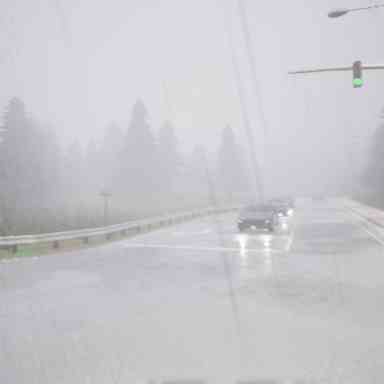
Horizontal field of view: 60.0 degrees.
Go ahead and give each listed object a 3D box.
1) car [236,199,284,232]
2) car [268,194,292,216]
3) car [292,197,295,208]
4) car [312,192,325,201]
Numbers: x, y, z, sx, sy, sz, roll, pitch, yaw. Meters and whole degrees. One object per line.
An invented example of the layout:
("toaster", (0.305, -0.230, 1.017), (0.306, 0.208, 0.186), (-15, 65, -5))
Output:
("car", (3.925, 1.354, 19.156), (2.033, 1.411, 5.357), (-1, 0, 19))
("car", (7.298, 1.185, 28.767), (1.837, 1.490, 4.892), (-1, 0, 19))
("car", (10.796, 1.043, 38.418), (2.128, 1.511, 4.902), (-1, 0, 21))
("car", (20.798, 0.731, 54.672), (2.128, 1.511, 4.902), (-1, 0, 21))
